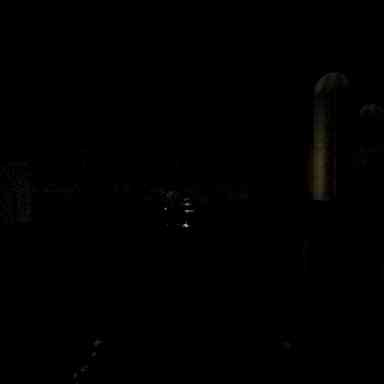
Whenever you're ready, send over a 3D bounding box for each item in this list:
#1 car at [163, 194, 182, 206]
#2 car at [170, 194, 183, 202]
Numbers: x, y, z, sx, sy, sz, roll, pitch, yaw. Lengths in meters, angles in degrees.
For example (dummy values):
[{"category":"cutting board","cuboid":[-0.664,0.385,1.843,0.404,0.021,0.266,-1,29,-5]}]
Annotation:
[{"category":"car","cuboid":[-2.740,1.203,45.450,1.812,1.442,4.674,0,2,0]},{"category":"car","cuboid":[-2.742,1.048,60.605,2.033,1.411,5.357,0,1,0]}]
